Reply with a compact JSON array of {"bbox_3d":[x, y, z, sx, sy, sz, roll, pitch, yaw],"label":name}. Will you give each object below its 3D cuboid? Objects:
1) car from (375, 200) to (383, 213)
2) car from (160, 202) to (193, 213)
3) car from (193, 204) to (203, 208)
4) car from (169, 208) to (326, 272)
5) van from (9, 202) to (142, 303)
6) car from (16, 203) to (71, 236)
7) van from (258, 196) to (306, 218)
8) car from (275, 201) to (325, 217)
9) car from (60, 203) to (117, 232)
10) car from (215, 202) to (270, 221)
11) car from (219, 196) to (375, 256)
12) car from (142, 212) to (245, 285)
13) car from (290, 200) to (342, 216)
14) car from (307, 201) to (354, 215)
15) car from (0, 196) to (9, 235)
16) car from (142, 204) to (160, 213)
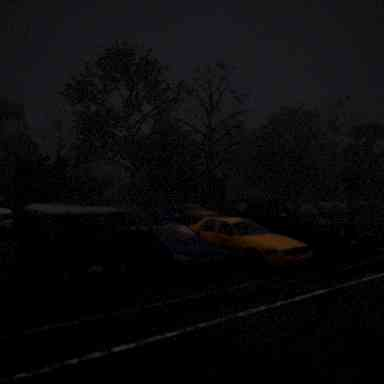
[{"bbox_3d":[20.208,1.776,41.155,2.097,1.535,5.008,0,0,-36],"label":"car"},{"bbox_3d":[-2.377,1.616,25.020,2.163,1.488,4.792,0,0,-36],"label":"car"},{"bbox_3d":[0.005,1.602,26.460,1.946,1.575,5.366,0,0,-36],"label":"car"},{"bbox_3d":[1.531,1.551,11.469,1.946,1.575,5.366,0,0,-36],"label":"car"},{"bbox_3d":[-3.203,1.291,8.453,1.878,1.987,4.442,0,0,-36],"label":"van"},{"bbox_3d":[-9.134,1.530,20.154,2.097,1.535,5.008,0,0,-36],"label":"car"},{"bbox_3d":[8.859,1.454,33.168,1.878,1.987,4.442,0,0,-36],"label":"van"},{"bbox_3d":[11.183,1.739,34.685,2.002,1.452,4.674,0,0,-36],"label":"car"},{"bbox_3d":[-6.877,1.549,21.770,2.097,1.535,5.008,0,0,-36],"label":"car"},{"bbox_3d":[4.429,1.672,29.819,2.163,1.488,4.792,0,0,-36],"label":"car"},{"bbox_3d":[3.721,1.322,13.229,2.435,2.045,5.566,0,0,-36],"label":"car"},{"bbox_3d":[-0.858,1.575,9.990,2.002,1.452,4.674,0,0,-36],"label":"car"},{"bbox_3d":[13.443,1.717,36.300,2.097,1.535,5.008,0,0,-36],"label":"car"},{"bbox_3d":[15.698,1.777,37.917,2.002,1.452,4.674,0,0,-36],"label":"car"},{"bbox_3d":[-11.370,1.261,18.512,2.435,2.045,5.566,0,0,-36],"label":"car"},{"bbox_3d":[-4.620,1.569,23.386,2.231,1.521,4.892,0,0,-36],"label":"car"}]
